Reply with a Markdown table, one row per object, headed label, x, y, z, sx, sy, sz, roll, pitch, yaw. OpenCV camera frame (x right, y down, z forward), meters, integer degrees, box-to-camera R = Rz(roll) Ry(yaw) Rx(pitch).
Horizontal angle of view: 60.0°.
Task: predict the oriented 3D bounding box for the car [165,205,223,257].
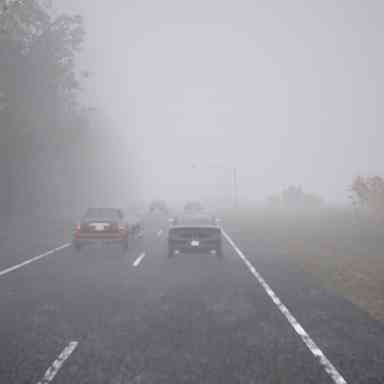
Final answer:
| label | x | y | z | sx | sy | sz | roll | pitch | yaw |
| --- | --- | --- | --- | --- | --- | --- | --- | --- | --- |
| car | 0.097 | 1.461 | 12.932 | 1.882 | 1.535 | 5.008 | 0 | 0 | 0 |

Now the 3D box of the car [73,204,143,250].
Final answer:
| label | x | y | z | sx | sy | sz | roll | pitch | yaw |
| --- | --- | --- | --- | --- | --- | --- | --- | --- | --- |
| car | -3.402 | 1.333 | 14.358 | 2.097 | 1.767 | 4.553 | 0 | 0 | 0 |

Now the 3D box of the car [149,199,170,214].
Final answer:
| label | x | y | z | sx | sy | sz | roll | pitch | yaw |
| --- | --- | --- | --- | --- | --- | --- | --- | --- | --- |
| car | -3.404 | 1.455 | 34.813 | 1.837 | 1.490 | 4.892 | 0 | 0 | 0 |

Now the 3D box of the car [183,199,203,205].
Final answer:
| label | x | y | z | sx | sy | sz | roll | pitch | yaw |
| --- | --- | --- | --- | --- | --- | --- | --- | --- | --- |
| car | 0.099 | 1.443 | 34.248 | 2.128 | 1.511 | 4.902 | 0 | 0 | 0 |
